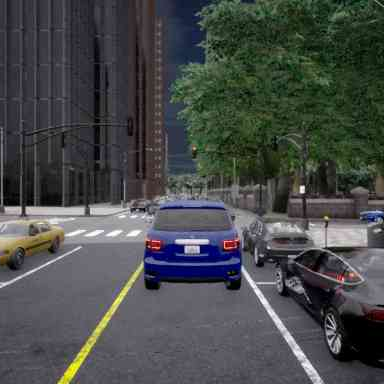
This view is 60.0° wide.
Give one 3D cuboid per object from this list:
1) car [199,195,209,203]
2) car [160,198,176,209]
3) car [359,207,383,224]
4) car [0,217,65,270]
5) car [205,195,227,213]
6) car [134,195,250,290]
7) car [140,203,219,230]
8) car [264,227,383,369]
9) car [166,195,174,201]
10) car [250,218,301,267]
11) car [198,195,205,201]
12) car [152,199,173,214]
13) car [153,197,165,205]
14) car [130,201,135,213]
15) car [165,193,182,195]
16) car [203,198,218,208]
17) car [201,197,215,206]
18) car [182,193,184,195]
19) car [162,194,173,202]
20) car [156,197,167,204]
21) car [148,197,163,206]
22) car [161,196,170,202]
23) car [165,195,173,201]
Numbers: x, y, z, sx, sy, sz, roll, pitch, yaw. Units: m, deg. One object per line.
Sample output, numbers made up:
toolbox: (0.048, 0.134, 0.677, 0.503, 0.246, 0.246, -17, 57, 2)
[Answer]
car: (2.578, 1.491, 70.642, 1.967, 1.590, 4.097, 0, 0, 0)
car: (-3.218, 1.547, 45.930, 1.812, 1.442, 4.674, 0, 0, 0)
car: (15.779, 1.827, 26.082, 5.008, 1.535, 1.882, 1, 0, 0)
car: (-5.790, 1.526, 11.037, 1.752, 1.417, 4.829, 0, 0, 0)
car: (2.664, 1.328, 37.903, 2.192, 1.841, 5.009, 0, 0, 0)
car: (0.050, 1.222, 9.218, 2.150, 2.045, 5.566, 0, 0, 1)
car: (-0.747, 1.513, 21.892, 4.902, 1.511, 2.128, 1, 0, -39)
car: (2.749, 1.566, 5.725, 1.947, 1.339, 4.313, 0, 0, 0)
car: (-6.004, 1.625, 92.442, 1.887, 1.381, 4.507, 0, 0, 0)
car: (2.734, 1.551, 11.238, 2.008, 1.369, 4.403, 0, 0, 0)
car: (2.535, 1.598, 87.181, 1.752, 1.417, 4.829, 0, 0, 0)
car: (-3.234, 1.538, 36.779, 1.812, 1.442, 4.674, 0, 0, 1)
car: (-5.918, 1.620, 59.699, 1.802, 1.307, 4.206, 0, 0, 0)
car: (-5.861, 1.579, 37.872, 1.947, 1.339, 4.313, 0, 0, 0)
car: (-3.230, 1.385, 55.665, 2.097, 1.767, 4.553, 0, 0, 0)
car: (2.635, 1.591, 48.816, 1.947, 1.339, 4.313, 0, 0, 0)
car: (2.621, 1.582, 54.272, 2.008, 1.369, 4.403, 0, 0, 0)
car: (-3.194, 1.540, 67.666, 2.128, 1.511, 4.902, 0, 0, 0)
car: (-5.976, 1.379, 81.528, 2.192, 1.841, 5.009, 0, 0, 0)
car: (-5.933, 1.626, 65.156, 1.802, 1.307, 4.206, 0, 0, 0)
car: (-5.904, 1.582, 54.242, 2.008, 1.369, 4.403, 0, 0, 0)
car: (-5.961, 1.639, 76.071, 1.802, 1.307, 4.206, 0, 0, 0)
car: (-5.990, 1.617, 86.984, 1.887, 1.381, 4.507, 0, 0, 0)
